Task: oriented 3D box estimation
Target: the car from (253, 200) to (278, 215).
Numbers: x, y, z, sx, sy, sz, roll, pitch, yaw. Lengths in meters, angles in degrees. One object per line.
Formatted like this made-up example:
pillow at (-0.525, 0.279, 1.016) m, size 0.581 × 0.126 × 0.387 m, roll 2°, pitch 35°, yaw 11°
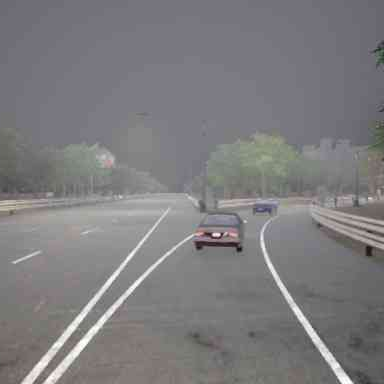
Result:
car at (7.729, 1.534, 34.797) m, size 1.882 × 1.535 × 5.008 m, roll 0°, pitch 0°, yaw 24°

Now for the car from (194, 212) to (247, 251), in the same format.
car at (1.315, 1.558, 14.245) m, size 2.033 × 1.411 × 5.357 m, roll 0°, pitch 0°, yaw 10°
